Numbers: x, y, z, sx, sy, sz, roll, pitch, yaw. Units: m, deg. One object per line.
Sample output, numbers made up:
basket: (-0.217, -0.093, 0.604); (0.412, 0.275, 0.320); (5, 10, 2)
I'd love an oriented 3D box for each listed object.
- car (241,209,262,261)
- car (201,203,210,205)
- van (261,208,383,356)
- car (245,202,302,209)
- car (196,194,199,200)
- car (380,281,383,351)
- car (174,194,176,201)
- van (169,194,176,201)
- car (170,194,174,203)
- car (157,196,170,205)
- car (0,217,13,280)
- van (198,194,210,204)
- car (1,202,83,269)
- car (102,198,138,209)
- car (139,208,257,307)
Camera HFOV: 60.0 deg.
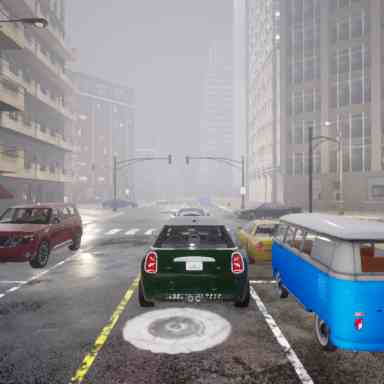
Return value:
car: (2.550, 1.531, 11.606); (1.752, 1.417, 4.829); (0, 0, 0)
car: (-0.029, 1.536, 17.164); (1.812, 1.442, 4.674); (0, 0, 0)
van: (2.562, 1.343, 5.900); (1.690, 1.788, 3.998); (0, 0, 0)
car: (5.926, 1.491, 25.843); (5.357, 1.411, 2.033); (-1, 0, -7)
car: (2.429, 1.704, 82.640); (1.887, 1.381, 4.507); (0, 0, 0)
car: (2.569, 1.526, 0.536); (1.752, 1.417, 4.829); (0, 0, 0)
car: (-5.442, 1.705, 77.075); (1.947, 1.339, 4.313); (0, 0, 0)
van: (-5.469, 1.542, 93.731); (1.690, 1.788, 3.998); (0, 0, 0)
car: (-5.432, 1.561, 71.523); (1.967, 1.590, 4.097); (0, 0, 0)
car: (-5.413, 1.613, 60.247); (1.752, 1.417, 4.829); (0, 0, 0)
car: (-5.319, 1.442, 5.880); (1.967, 1.590, 4.097); (0, 0, 0)
van: (2.468, 1.429, 60.431); (1.690, 1.788, 3.998); (0, 0, 0)
car: (-5.328, 1.321, 11.417); (2.192, 1.841, 5.009); (0, 0, 0)
car: (-10.048, 1.606, 46.510); (5.008, 1.535, 1.882); (-1, 0, 9)
car: (0.050, 1.355, 8.120); (2.097, 1.767, 4.553); (0, 0, 0)
